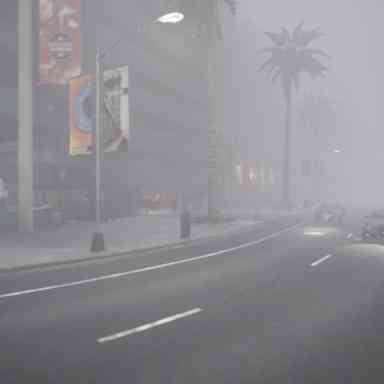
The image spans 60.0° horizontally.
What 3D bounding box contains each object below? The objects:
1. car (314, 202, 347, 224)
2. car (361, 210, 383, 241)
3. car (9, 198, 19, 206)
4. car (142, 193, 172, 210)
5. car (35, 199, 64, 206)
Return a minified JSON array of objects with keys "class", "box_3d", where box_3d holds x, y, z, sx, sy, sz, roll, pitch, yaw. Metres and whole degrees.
[{"class":"car","box_3d":[10.301,1.503,24.653,2.128,1.511,4.902,0,0,30]},{"class":"car","box_3d":[9.262,1.557,15.831,1.994,1.385,4.181,0,0,30]},{"class":"car","box_3d":[-30.893,1.732,56.137,2.161,1.482,4.786,0,0,29]},{"class":"car","box_3d":[-4.507,1.165,41.654,2.435,2.045,5.566,0,0,29]},{"class":"car","box_3d":[-21.006,1.712,50.053,1.895,1.301,4.718,0,0,29]}]
